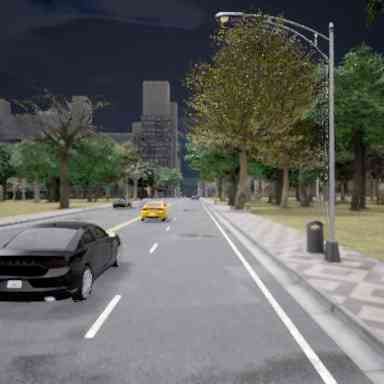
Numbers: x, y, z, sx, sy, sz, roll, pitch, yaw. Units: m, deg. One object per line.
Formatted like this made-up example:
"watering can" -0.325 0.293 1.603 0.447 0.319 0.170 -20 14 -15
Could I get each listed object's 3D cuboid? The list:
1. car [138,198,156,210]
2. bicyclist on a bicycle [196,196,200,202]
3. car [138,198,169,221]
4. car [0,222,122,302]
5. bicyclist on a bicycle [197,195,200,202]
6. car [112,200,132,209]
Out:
"car" -6.249 1.620 46.471 1.812 1.442 4.674 0 0 1
"bicyclist on a bicycle" 1.489 1.780 83.872 0.866 1.612 1.509 0 0 0
"car" -2.962 1.507 27.460 1.882 1.535 5.008 0 0 0
"car" -3.100 1.473 8.321 1.882 1.535 5.008 0 0 0
"bicyclist on a bicycle" 1.426 1.640 74.543 0.659 1.776 1.843 0 0 0
"car" -9.509 1.685 45.605 1.895 1.301 4.718 0 0 1
